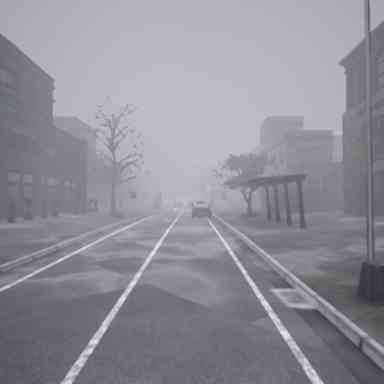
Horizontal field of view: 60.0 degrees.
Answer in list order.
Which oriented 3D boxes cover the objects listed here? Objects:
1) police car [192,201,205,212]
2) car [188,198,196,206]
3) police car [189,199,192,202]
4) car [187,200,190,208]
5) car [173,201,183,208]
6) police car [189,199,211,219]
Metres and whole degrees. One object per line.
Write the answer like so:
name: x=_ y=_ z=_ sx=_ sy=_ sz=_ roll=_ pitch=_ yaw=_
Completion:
police car: x=0.934 y=2.128 z=49.721 sx=1.930 sy=1.638 sz=5.238 roll=0 pitch=-1 yaw=0
car: x=0.058 y=2.520 z=84.420 sx=2.097 sy=1.767 sz=4.553 roll=0 pitch=-1 yaw=0
police car: x=0.930 y=2.014 z=43.722 sx=1.930 sy=1.638 sz=5.238 roll=0 pitch=-1 yaw=0
car: x=0.048 y=2.504 z=69.451 sx=1.812 sy=1.442 sz=4.674 roll=0 pitch=-1 yaw=0
car: x=-2.951 y=2.607 z=70.976 sx=2.128 sy=1.511 sz=4.902 roll=0 pitch=-1 yaw=0
police car: x=0.923 y=1.826 z=33.723 sx=1.930 sy=1.638 sz=5.238 roll=0 pitch=-1 yaw=0
